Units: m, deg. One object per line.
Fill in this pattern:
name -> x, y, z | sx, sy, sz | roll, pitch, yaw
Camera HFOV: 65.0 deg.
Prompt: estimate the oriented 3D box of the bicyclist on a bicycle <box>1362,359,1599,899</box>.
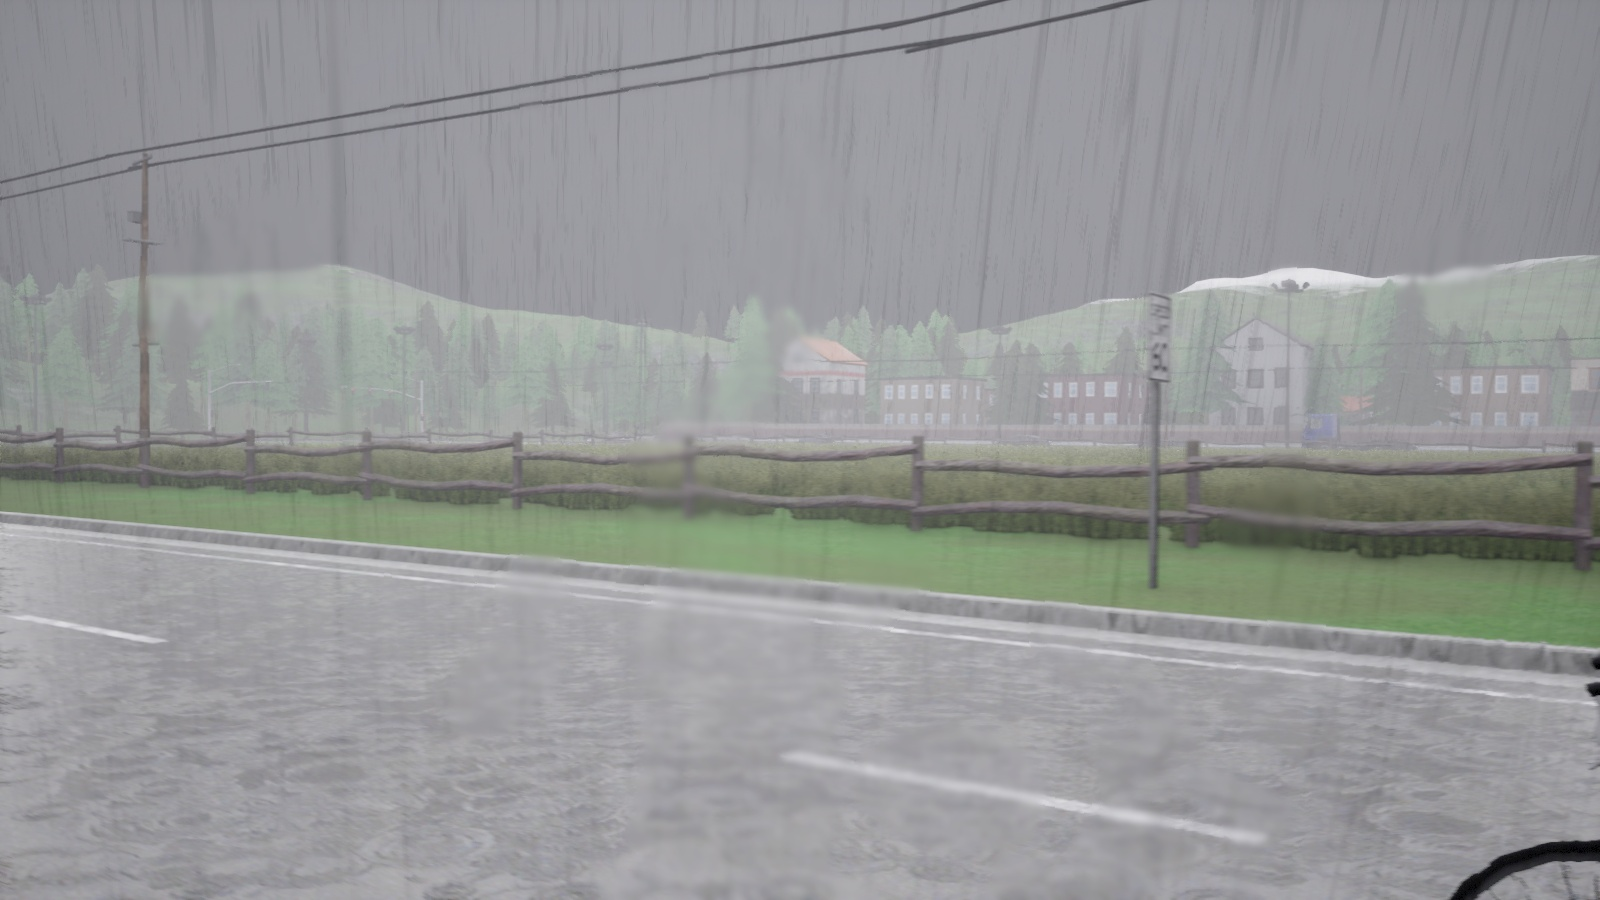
bicyclist on a bicycle -> 1.988, 0.634, 2.302 | 1.656, 1.620, 0.582 | -1, 1, 34
